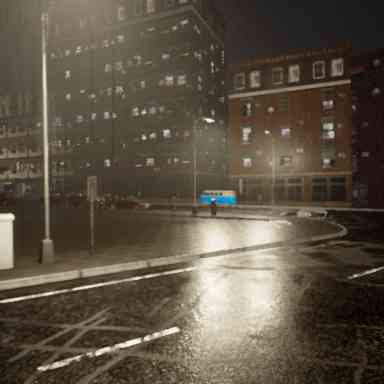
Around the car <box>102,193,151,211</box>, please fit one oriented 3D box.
[{"bbox_3d":[-5.837,1.028,30.753,4.206,1.307,1.802,1,0,24],"label":"car"}]

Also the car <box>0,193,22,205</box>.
[{"bbox_3d":[-21.285,0.786,37.612,4.507,1.381,1.887,1,0,24],"label":"car"}]

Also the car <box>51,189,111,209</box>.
[{"bbox_3d":[-10.981,0.694,33.040,5.009,1.841,2.192,1,0,24],"label":"car"}]

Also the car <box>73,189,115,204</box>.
[{"bbox_3d":[-12.635,0.516,42.941,5.009,1.841,2.192,1,0,24],"label":"car"}]

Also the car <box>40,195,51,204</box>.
[{"bbox_3d":[-14.769,0.881,37.544,4.718,1.301,1.895,1,1,24],"label":"car"}]

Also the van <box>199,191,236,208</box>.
[{"bbox_3d":[2.808,0.744,36.086,3.998,1.788,1.690,1,0,24],"label":"van"}]
